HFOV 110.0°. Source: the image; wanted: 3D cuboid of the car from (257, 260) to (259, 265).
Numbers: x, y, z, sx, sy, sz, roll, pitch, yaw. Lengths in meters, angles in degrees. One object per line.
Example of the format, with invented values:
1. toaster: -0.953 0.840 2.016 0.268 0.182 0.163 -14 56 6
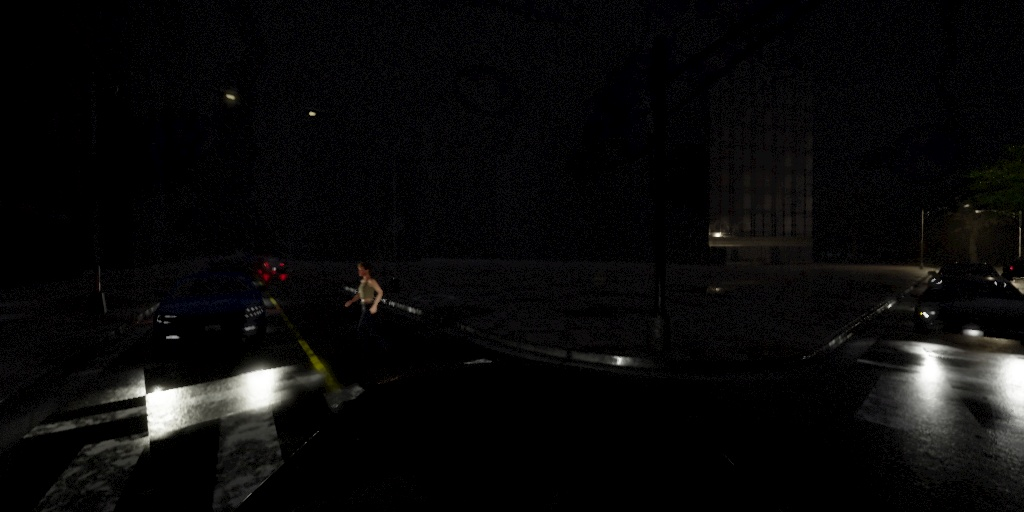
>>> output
1. car: -29.771 0.897 43.505 1.812 1.442 4.674 -1 1 -37

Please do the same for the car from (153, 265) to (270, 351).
1. car: -7.566 1.160 9.161 1.882 1.535 5.008 -1 1 -39

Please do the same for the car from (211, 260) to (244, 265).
1. car: -13.735 1.120 17.271 1.837 1.490 4.892 -1 1 -37

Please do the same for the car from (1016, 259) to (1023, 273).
1. car: 40.844 1.014 28.470 4.553 1.767 2.097 0 0 -39

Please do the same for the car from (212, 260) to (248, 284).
1. car: -20.006 1.051 25.538 1.837 1.490 4.892 -1 1 -37

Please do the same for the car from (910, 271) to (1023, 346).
1. car: 12.096 1.274 9.447 5.357 1.411 2.033 0 0 -39

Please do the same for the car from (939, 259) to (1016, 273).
1. car: 19.805 1.060 15.607 4.553 1.767 2.097 0 0 -39

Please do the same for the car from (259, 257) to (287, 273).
1. car: -23.756 0.972 35.663 1.812 1.442 4.674 -1 1 -37

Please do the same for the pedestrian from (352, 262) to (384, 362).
1. pedestrian: -2.686 0.988 6.682 0.375 1.860 0.375 0 1 -37
